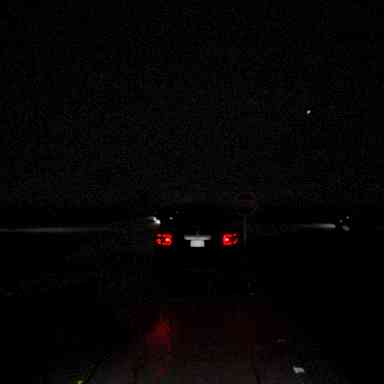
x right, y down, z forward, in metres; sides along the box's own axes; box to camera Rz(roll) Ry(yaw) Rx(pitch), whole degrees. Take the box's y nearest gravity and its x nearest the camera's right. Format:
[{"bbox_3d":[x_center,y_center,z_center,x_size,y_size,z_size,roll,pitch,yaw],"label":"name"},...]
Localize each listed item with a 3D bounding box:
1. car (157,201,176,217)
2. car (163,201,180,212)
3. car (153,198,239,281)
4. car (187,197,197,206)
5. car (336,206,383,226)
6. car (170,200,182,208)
[{"bbox_3d":[-2.818,1.826,37.164,1.882,1.535,5.008,0,-1,-2],"label":"car"},{"bbox_3d":[-2.862,2.000,47.830,2.033,1.411,5.357,0,-1,0],"label":"car"},{"bbox_3d":[0.027,1.315,10.335,2.150,2.045,5.566,0,-1,-2],"label":"car"},{"bbox_3d":[-0.008,2.007,69.003,2.097,1.767,4.553,0,-1,0],"label":"car"},{"bbox_3d":[13.653,1.754,24.668,5.357,1.411,2.033,0,-2,-1],"label":"car"},{"bbox_3d":[-2.846,2.128,61.118,2.033,1.411,5.357,0,-1,0],"label":"car"}]
